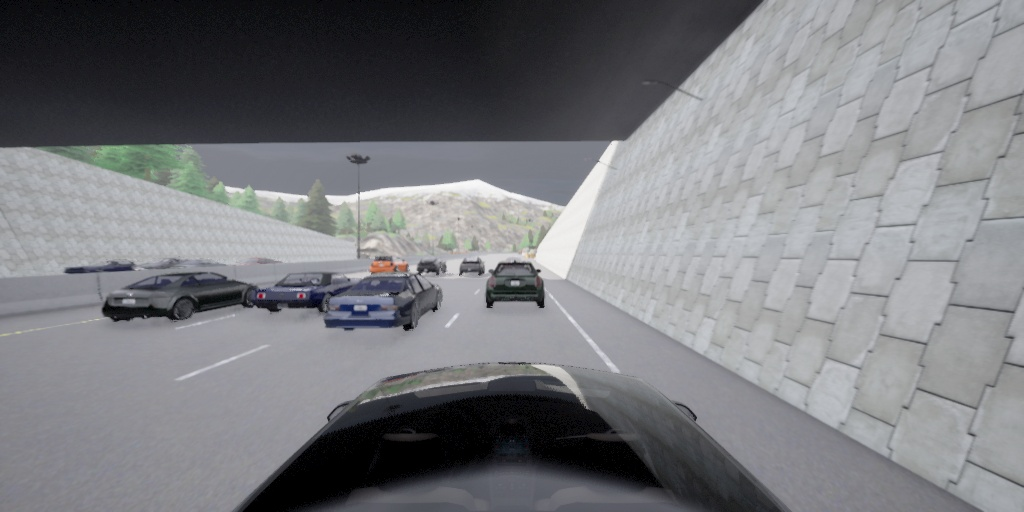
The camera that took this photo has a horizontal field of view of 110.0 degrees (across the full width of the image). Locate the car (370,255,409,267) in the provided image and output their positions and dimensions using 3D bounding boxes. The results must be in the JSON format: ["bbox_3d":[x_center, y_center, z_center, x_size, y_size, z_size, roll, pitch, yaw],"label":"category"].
[{"bbox_3d":[-10.357,0.712,30.618,2.097,1.767,4.553,0,1,0],"label":"car"}]

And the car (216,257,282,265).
[{"bbox_3d":[-21.057,0.855,29.349,1.882,1.535,5.008,0,1,0],"label":"car"}]

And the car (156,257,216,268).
[{"bbox_3d":[-24.558,0.960,28.007,1.994,1.385,4.181,0,1,0],"label":"car"}]

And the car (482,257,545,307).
[{"bbox_3d":[0.116,0.930,14.410,2.097,1.767,4.553,0,1,0],"label":"car"}]

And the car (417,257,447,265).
[{"bbox_3d":[-6.857,0.860,30.949,1.837,1.490,4.892,0,1,0],"label":"car"}]

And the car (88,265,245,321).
[{"bbox_3d":[-10.387,1.179,11.731,1.994,1.385,4.181,0,1,0],"label":"car"}]

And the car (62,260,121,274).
[{"bbox_3d":[-31.559,0.996,28.120,1.895,1.301,4.718,0,1,0],"label":"car"}]

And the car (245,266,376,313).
[{"bbox_3d":[-6.886,1.199,13.002,1.895,1.301,4.718,0,1,0],"label":"car"}]

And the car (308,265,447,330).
[{"bbox_3d":[-3.390,1.178,10.540,2.033,1.411,5.357,0,1,0],"label":"car"}]

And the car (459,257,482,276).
[{"bbox_3d":[-3.357,0.847,30.880,2.128,1.511,4.902,0,1,0],"label":"car"}]

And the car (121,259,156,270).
[{"bbox_3d":[-28.055,0.870,29.301,2.128,1.511,4.902,0,1,0],"label":"car"}]
